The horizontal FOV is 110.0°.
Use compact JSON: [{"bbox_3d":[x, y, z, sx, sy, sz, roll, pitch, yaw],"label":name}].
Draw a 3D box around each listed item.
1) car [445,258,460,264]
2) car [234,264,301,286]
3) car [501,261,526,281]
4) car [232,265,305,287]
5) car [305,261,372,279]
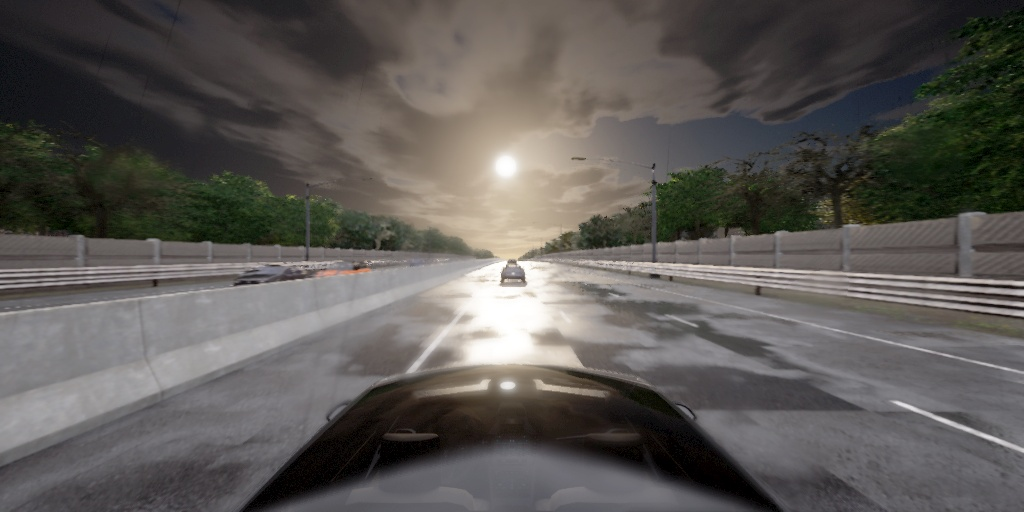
[{"bbox_3d":[-10.534,1.145,64.122,2.097,1.767,4.553,0,0,0],"label":"car"},{"bbox_3d":[-17.586,1.325,26.048,1.994,1.385,4.181,0,0,0],"label":"car"},{"bbox_3d":[0.092,1.329,29.509,1.994,1.385,4.181,0,0,0],"label":"car"},{"bbox_3d":[-14.101,1.306,21.773,2.033,1.411,5.357,0,0,0],"label":"car"},{"bbox_3d":[-10.593,1.111,22.719,2.097,1.767,4.553,0,0,0],"label":"car"}]
